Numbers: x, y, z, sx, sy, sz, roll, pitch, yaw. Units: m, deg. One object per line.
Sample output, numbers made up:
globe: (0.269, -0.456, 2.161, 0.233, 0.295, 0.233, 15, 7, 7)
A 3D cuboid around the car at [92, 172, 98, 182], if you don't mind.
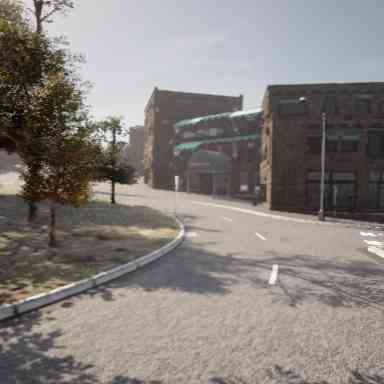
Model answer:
car: (-21.699, -2.835, 66.458, 4.892, 1.521, 2.231, 0, 6, -30)
